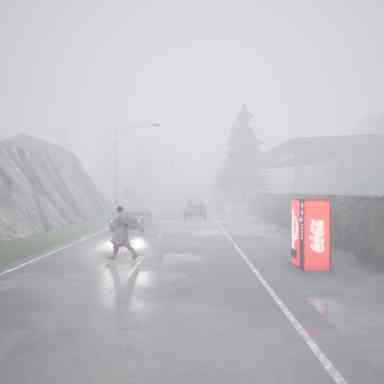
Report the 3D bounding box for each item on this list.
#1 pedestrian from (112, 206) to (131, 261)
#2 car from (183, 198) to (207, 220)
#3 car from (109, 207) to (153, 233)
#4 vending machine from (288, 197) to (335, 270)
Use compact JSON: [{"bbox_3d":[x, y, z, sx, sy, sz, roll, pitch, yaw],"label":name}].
[{"bbox_3d":[-2.314,1.294,10.949,0.375,1.860,0.375,0,0,0],"label":"pedestrian"},{"bbox_3d":[0.272,1.490,28.145,2.128,1.511,4.902,0,0,0],"label":"car"},{"bbox_3d":[-3.484,1.600,19.634,1.895,1.301,4.718,0,0,0],"label":"car"},{"bbox_3d":[3.552,1.195,9.982,1.100,2.100,0.880,0,0,0],"label":"vending machine"}]
